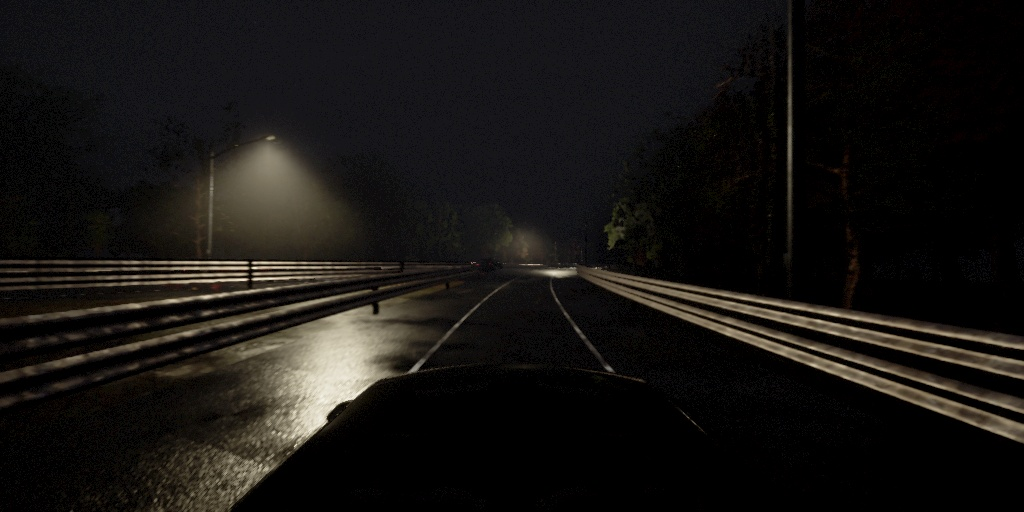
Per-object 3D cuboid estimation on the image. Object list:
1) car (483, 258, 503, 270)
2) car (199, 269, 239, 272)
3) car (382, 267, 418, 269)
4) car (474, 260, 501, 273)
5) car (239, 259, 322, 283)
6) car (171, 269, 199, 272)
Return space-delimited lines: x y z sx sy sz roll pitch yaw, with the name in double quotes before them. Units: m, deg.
"car" -3.404 1.450 61.228 2.150 2.045 5.566 0 -1 21
"car" -17.602 0.908 24.120 1.812 1.442 4.674 0 -1 21
"car" -11.967 1.241 38.741 1.812 1.442 4.674 0 -1 21
"car" -3.703 1.630 50.542 1.994 1.385 4.181 1 0 21
"car" -14.352 0.955 22.820 1.994 1.385 4.181 0 -1 21
"car" -20.844 0.973 25.433 1.895 1.301 4.718 0 -1 21
